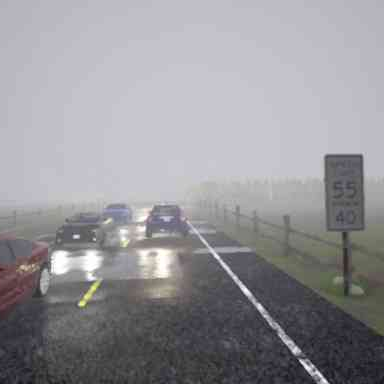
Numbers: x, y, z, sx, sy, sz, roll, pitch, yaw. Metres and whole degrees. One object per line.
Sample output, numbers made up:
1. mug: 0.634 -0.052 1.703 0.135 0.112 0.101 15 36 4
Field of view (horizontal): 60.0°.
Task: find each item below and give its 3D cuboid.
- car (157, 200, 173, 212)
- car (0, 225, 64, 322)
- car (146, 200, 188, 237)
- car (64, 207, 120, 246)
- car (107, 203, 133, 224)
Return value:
1. car: -3.411 1.680 41.880 1.895 1.301 4.718 -1 0 -5
2. car: -4.019 1.540 5.761 1.882 1.535 5.008 -1 0 -5
3. car: -1.407 1.381 18.378 2.097 1.767 4.553 -1 0 -5
4. car: -4.848 1.644 15.585 1.994 1.385 4.181 -1 0 -4
5. car: -5.722 1.577 25.691 1.882 1.535 5.008 -1 0 -4
